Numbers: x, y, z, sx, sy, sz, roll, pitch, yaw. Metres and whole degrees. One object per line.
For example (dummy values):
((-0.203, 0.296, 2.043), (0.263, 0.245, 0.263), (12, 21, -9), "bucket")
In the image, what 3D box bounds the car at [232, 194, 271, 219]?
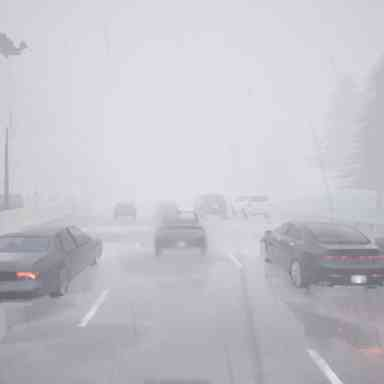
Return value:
((4.961, 1.186, 28.495), (2.150, 2.045, 5.566), (0, 0, -8), "car")

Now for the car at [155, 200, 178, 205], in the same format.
((-2.190, 1.460, 29.016), (2.128, 1.511, 4.902), (0, 0, -8), "car")

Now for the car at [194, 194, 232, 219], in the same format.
((1.466, 1.189, 28.263), (2.150, 2.045, 5.566), (0, 0, -8), "car")

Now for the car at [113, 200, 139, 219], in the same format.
((-5.695, 1.463, 28.763), (2.128, 1.511, 4.902), (0, 0, -8), "car")

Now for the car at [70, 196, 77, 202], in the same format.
((-24.647, 1.441, 68.014), (2.033, 1.411, 5.357), (0, 0, -13), "car")

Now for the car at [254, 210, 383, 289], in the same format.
((3.254, 1.493, 9.133), (1.837, 1.490, 4.892), (0, 0, -3), "car")

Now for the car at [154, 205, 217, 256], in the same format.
((-0.474, 1.477, 13.116), (2.128, 1.511, 4.902), (0, 0, -3), "car")

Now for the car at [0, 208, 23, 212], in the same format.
((-16.540, 1.200, 29.138), (2.150, 2.045, 5.566), (0, 0, -9), "car")

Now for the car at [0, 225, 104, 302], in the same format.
((-3.694, 1.541, 8.427), (2.033, 1.411, 5.357), (0, 0, -2), "car")
